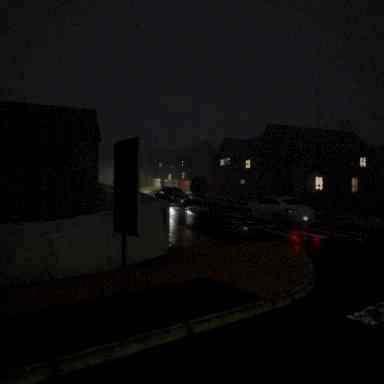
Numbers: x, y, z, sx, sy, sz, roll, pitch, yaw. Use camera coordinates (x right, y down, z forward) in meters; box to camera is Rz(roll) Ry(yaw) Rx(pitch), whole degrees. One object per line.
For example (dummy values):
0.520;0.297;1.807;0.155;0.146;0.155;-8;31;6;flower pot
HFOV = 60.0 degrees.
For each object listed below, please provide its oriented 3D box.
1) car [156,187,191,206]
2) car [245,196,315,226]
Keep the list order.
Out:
-1.644;0.296;27.441;1.812;1.442;4.674;0;3;-23;car
4.666;0.917;18.196;1.812;1.442;4.674;-1;3;-21;car
